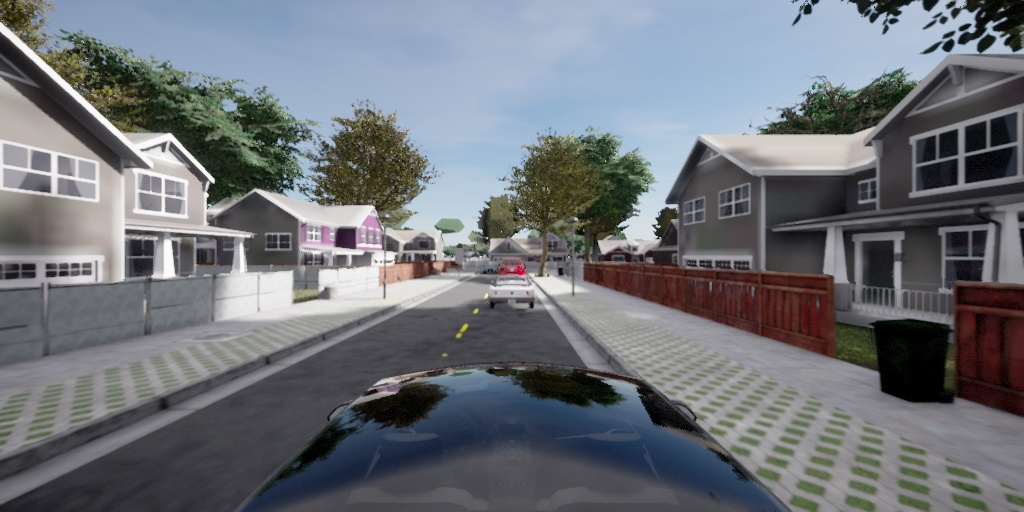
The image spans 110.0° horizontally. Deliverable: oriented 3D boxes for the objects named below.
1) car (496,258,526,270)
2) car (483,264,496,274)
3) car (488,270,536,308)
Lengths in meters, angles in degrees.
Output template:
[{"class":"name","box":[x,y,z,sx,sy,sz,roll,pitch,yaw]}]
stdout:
[{"class":"car","box":[-0.003,1.218,30.879,2.150,2.045,5.566,0,0,0]},{"class":"car","box":[-2.758,1.702,47.611,1.994,1.385,4.181,0,-1,0]},{"class":"car","box":[0.001,1.479,15.953,1.895,1.301,4.718,0,0,0]}]
